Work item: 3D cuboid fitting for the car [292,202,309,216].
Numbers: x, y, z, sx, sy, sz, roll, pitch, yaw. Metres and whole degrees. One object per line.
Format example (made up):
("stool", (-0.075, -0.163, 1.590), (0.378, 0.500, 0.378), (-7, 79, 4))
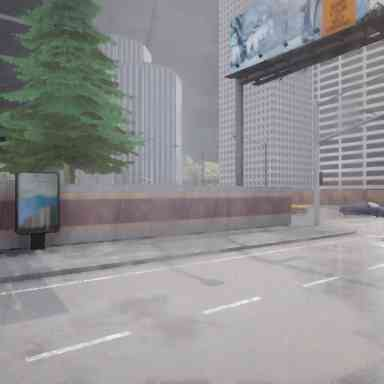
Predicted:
("car", (8.982, 1.477, 32.495), (1.882, 1.535, 5.008), (0, 0, -35))

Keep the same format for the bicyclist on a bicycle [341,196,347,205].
("bicyclist on a bicycle", (21.243, 1.300, 46.301), (1.656, 1.620, 0.582), (0, 0, -35))

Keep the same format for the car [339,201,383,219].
("car", (15.429, 1.526, 29.441), (1.812, 1.442, 4.674), (0, 0, -35))
